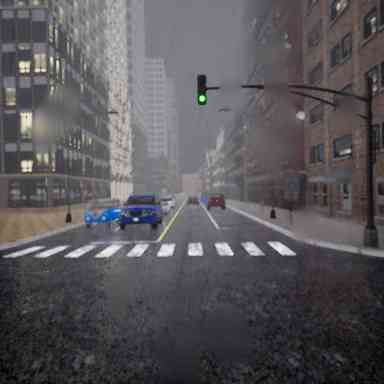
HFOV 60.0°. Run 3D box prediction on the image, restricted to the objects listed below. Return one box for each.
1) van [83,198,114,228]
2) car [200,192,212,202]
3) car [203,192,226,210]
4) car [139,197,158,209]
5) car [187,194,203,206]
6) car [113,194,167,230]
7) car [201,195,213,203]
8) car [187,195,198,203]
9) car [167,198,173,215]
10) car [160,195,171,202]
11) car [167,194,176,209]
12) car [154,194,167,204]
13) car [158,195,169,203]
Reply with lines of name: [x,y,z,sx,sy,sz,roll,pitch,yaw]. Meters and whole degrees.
van: [-5.688,1.325,21.534,1.690,1.788,3.998,-1,0,0]
car: [2.745,0.935,65.930,2.192,1.841,5.009,-1,0,0]
car: [2.711,1.052,38.176,2.192,1.841,5.009,-1,0,0]
car: [-5.656,1.412,43.568,1.752,1.417,4.829,-1,0,0]
car: [0.141,1.286,50.146,2.033,1.411,5.357,-1,0,0]
car: [-3.108,1.153,21.202,2.150,2.045,5.566,-1,0,0]
car: [2.744,1.193,60.380,2.008,1.369,4.403,-1,0,0]
car: [0.135,1.296,60.745,1.895,1.301,4.718,-1,0,0]
car: [-3.077,1.489,30.913,1.895,1.301,4.718,-1,0,0]
car: [-5.621,1.322,71.493,2.008,1.369,4.403,-1,0,0]
car: [-3.055,1.369,41.181,1.812,1.442,4.674,-1,0,1]
car: [-5.638,1.256,60.390,1.967,1.590,4.097,-1,0,0]
car: [-5.629,1.319,65.771,1.752,1.417,4.829,-1,0,0]
